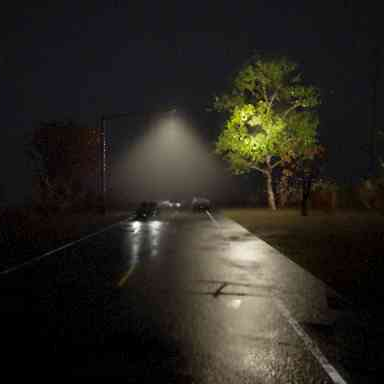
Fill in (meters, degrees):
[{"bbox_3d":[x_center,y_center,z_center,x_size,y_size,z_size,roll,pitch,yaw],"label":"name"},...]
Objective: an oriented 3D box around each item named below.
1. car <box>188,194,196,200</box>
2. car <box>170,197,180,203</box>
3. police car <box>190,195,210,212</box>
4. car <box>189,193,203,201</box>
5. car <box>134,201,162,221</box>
[{"bbox_3d":[-0.009,1.336,89.518,1.882,1.535,5.008,0,0,0],"label":"car"},{"bbox_3d":[-3.506,1.631,68.615,1.895,1.301,4.718,0,0,0],"label":"car"},{"bbox_3d":[1.046,1.448,38.525,1.930,1.638,5.238,0,0,0],"label":"police car"},{"bbox_3d":[1.045,1.254,54.448,2.150,2.045,5.566,0,0,0],"label":"car"},{"bbox_3d":[-3.599,1.522,27.645,1.837,1.490,4.892,0,0,0],"label":"car"}]
